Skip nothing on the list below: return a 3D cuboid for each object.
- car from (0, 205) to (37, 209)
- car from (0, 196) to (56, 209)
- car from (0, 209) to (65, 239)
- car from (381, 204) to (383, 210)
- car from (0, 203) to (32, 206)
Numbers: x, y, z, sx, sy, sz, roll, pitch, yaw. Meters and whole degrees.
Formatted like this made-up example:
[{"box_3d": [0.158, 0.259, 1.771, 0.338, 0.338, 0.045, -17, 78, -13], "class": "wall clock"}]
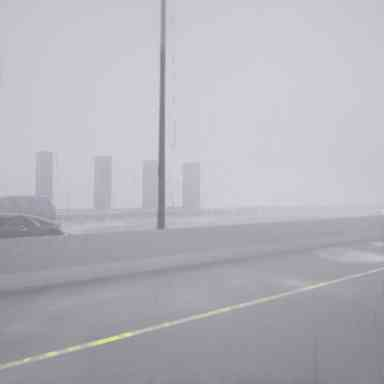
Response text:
[{"box_3d": [-9.646, 1.497, 14.313, 4.902, 1.511, 2.128, 1, -1, -36], "class": "car"}, {"box_3d": [-11.702, 1.257, 21.439, 5.566, 2.045, 2.150, 1, -1, -36], "class": "car"}, {"box_3d": [-7.137, 1.518, 11.806, 4.892, 1.490, 1.837, 1, -1, -36], "class": "car"}, {"box_3d": [33.250, 2.237, 54.863, 5.357, 1.411, 2.033, 1, -1, -37], "class": "car"}, {"box_3d": [-11.402, 1.501, 17.362, 4.902, 1.511, 2.128, 1, -1, -36], "class": "car"}]
